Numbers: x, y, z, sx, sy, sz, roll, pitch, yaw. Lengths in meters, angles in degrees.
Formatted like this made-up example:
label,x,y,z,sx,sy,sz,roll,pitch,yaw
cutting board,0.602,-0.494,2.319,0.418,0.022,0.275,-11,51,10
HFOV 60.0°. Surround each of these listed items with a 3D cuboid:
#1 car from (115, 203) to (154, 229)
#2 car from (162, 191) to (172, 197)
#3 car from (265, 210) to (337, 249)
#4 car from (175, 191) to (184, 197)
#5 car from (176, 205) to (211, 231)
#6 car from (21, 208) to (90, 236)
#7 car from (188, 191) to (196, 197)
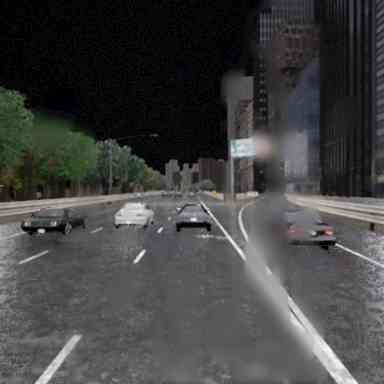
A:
label,x,y,z,sx,sy,sz,roll,pitch,yaw
car,-3.413,1.385,20.199,1.812,1.442,4.674,0,0,0
car,-7.058,0.566,90.428,2.097,1.767,4.553,0,1,0
car,4.322,1.449,13.947,2.033,1.411,5.357,0,0,5
car,-3.558,0.567,90.464,2.097,1.767,4.553,0,1,0
car,0.088,1.427,19.729,1.994,1.385,4.181,0,0,0
car,-6.919,1.479,17.475,1.895,1.301,4.718,0,0,0
car,-0.058,0.763,90.464,1.994,1.385,4.181,0,1,0
